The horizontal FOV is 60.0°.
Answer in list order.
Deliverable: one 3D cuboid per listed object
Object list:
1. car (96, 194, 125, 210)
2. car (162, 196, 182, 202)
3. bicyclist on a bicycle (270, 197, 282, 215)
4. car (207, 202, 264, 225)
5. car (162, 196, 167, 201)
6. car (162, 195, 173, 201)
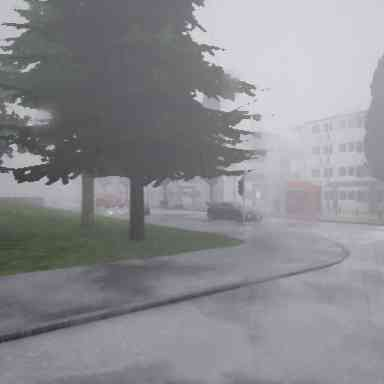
[{"bbox_3d":[-10.863,1.220,43.891,2.150,2.045,5.566,0,0,-35],"label":"car"},{"bbox_3d":[-5.037,1.666,83.310,4.974,1.542,2.038,0,0,-6],"label":"car"},{"bbox_3d":[8.046,1.345,31.807,1.656,1.620,0.582,0,0,-36],"label":"bicyclist on a bicycle"},{"bbox_3d":[3.057,1.502,24.348,1.837,1.490,4.892,0,0,-36],"label":"car"},{"bbox_3d":[-5.088,1.508,83.304,4.536,1.218,1.853,0,0,-6],"label":"car"},{"bbox_3d":[-6.383,1.422,85.785,1.845,1.501,3.633,0,0,-24],"label":"car"}]
